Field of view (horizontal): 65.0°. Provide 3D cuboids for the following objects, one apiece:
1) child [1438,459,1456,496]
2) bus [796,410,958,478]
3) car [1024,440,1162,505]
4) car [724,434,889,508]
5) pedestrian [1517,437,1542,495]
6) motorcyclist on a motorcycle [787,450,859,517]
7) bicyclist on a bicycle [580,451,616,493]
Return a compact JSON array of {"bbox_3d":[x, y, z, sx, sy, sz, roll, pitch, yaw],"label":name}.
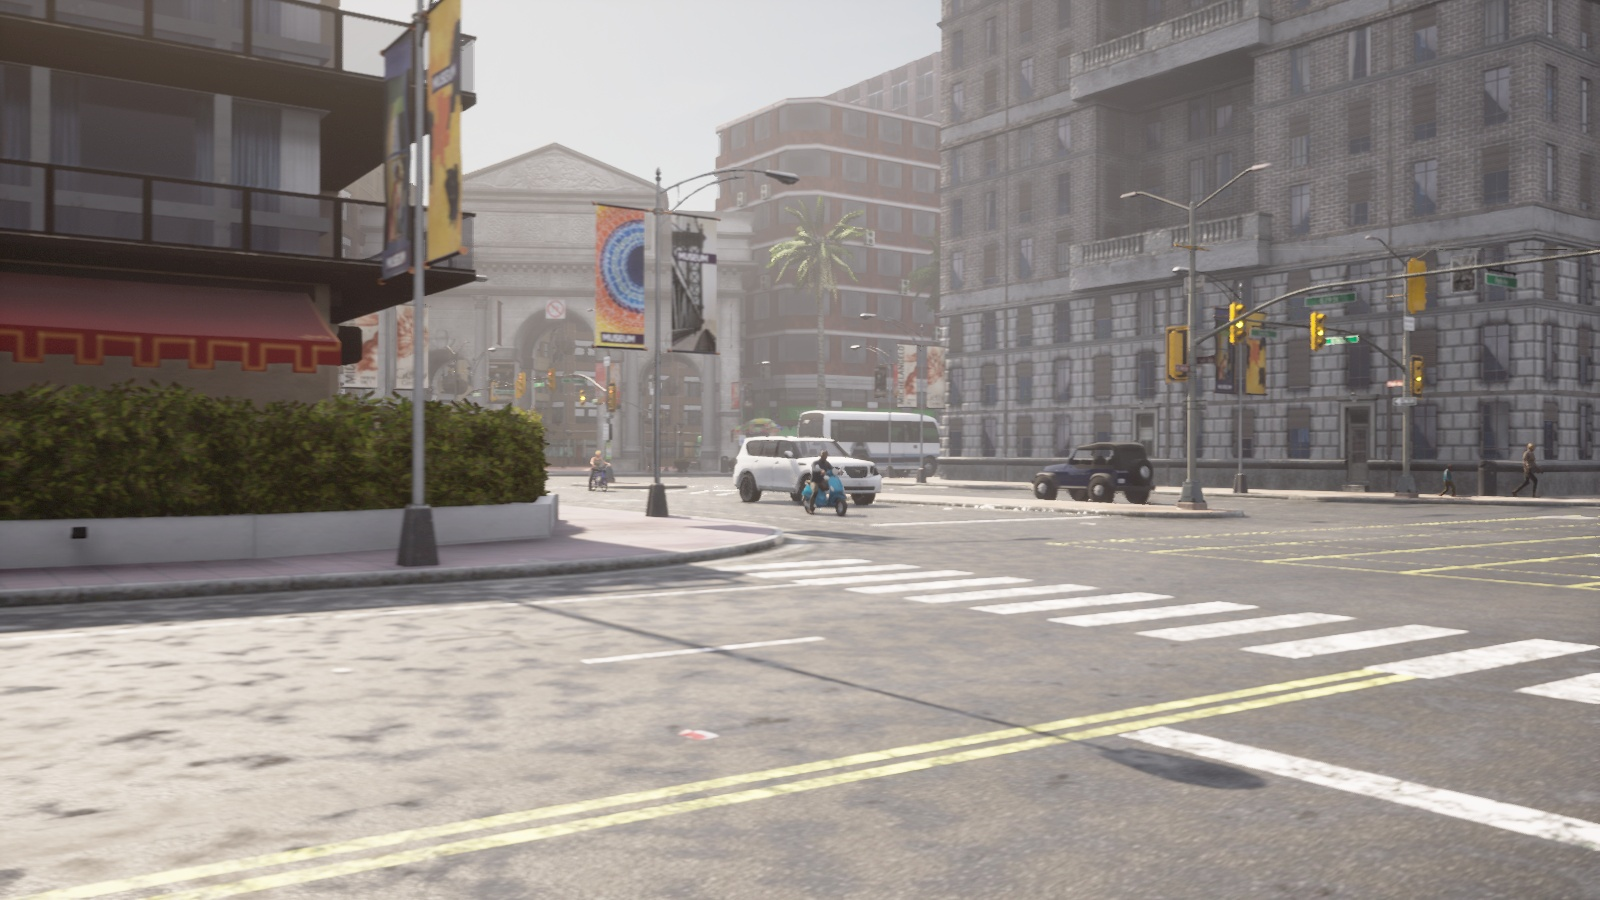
[{"bbox_3d":[21.431,0.907,41.598,0.343,1.192,0.448,0,0,-40],"label":"child"},{"bbox_3d":[5.099,-0.358,81.978,10.273,4.253,3.944,0,0,-34],"label":"bus"},{"bbox_3d":[9.003,0.665,38.824,1.905,1.878,3.866,0,0,-35],"label":"car"},{"bbox_3d":[0.092,0.590,37.664,2.150,2.045,5.566,0,0,-35],"label":"car"},{"bbox_3d":[23.552,0.522,40.556,0.331,1.846,0.634,0,0,-43],"label":"pedestrian"},{"bbox_3d":[0.551,0.803,30.879,0.866,1.590,1.817,0,0,-35],"label":"motorcyclist on a motorcycle"},{"bbox_3d":[-7.941,0.854,49.349,0.866,1.612,1.509,0,0,-35],"label":"bicyclist on a bicycle"}]
